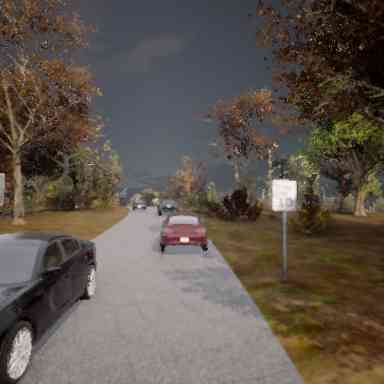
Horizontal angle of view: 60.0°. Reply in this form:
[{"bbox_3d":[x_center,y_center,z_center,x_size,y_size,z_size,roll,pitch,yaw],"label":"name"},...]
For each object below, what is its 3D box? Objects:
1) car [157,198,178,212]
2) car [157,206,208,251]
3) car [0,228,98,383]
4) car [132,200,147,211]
[{"bbox_3d":[-2.679,1.546,36.281,2.097,1.767,4.553,1,-1,-8],"label":"car"},{"bbox_3d":[-0.399,1.543,14.145,1.812,1.442,4.674,1,0,-3],"label":"car"},{"bbox_3d":[-2.979,1.460,5.490,1.882,1.535,5.008,0,0,-2],"label":"car"},{"bbox_3d":[-7.269,1.792,46.053,2.128,1.511,4.902,1,-1,-11],"label":"car"}]
